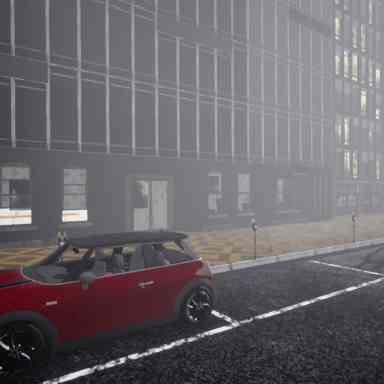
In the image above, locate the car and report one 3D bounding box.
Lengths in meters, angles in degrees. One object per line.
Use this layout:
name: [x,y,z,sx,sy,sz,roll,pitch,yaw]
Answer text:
car: [-1.626,1.440,5.405,4.097,1.590,1.967,0,0,-35]
